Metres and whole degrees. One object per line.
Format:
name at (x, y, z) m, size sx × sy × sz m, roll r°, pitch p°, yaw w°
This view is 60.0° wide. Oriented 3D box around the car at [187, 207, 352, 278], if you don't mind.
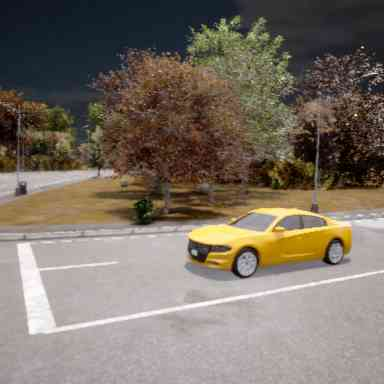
car at (2.258, 1.207, 9.245) m, size 5.008 × 1.535 × 1.882 m, roll 0°, pitch 2°, yaw -29°
